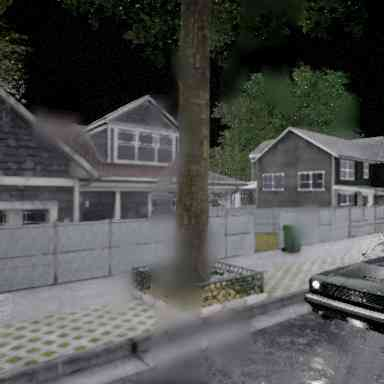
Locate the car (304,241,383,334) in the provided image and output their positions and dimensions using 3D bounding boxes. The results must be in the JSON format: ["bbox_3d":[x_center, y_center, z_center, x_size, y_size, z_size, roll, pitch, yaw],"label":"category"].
[{"bbox_3d":[4.184,1.600,6.143,4.718,1.301,1.895,0,0,-36],"label":"car"}]
